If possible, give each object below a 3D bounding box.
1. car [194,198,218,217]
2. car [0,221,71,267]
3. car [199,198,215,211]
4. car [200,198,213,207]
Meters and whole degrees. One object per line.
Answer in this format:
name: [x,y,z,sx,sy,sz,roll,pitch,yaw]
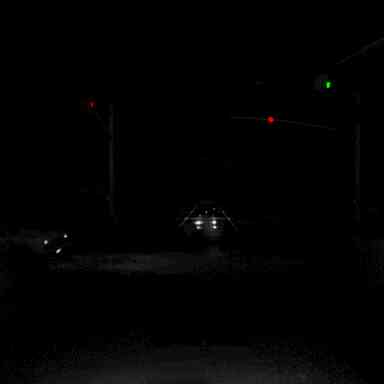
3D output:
car: [1.361,1.491,31.529,1.812,1.442,4.674,0,0,3]
car: [-6.550,1.601,10.852,4.718,1.301,1.895,0,0,1]
car: [1.792,1.470,40.684,1.837,1.490,4.892,0,0,3]
car: [2.285,1.566,50.821,1.895,1.301,4.718,0,0,3]
